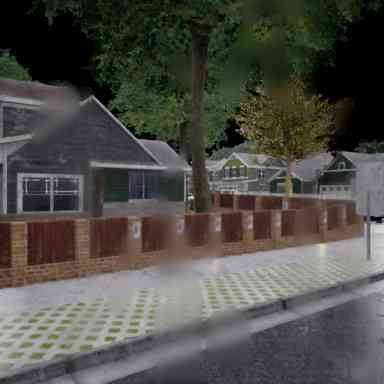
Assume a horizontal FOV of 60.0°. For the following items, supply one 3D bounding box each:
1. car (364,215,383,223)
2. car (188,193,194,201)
[{"bbox_3d":[10.762,1.361,22.637,1.895,1.301,4.718,0,1,-32],"label":"car"},{"bbox_3d":[-0.541,0.866,40.686,1.812,1.442,4.674,0,1,-32],"label":"car"}]
